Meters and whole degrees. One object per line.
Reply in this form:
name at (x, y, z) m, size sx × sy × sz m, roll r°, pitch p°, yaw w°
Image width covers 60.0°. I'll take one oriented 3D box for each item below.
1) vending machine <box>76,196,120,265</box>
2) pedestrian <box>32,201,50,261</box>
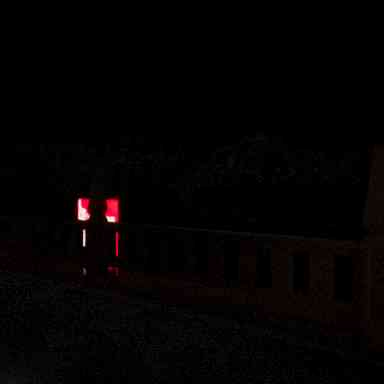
vending machine at (-3.075, 1.195, 10.919) m, size 0.880 × 2.100 × 1.100 m, roll 0°, pitch 0°, yaw 30°
pedestrian at (-4.647, 1.141, 10.129) m, size 0.375 × 1.860 × 0.375 m, roll 0°, pitch 0°, yaw 30°
